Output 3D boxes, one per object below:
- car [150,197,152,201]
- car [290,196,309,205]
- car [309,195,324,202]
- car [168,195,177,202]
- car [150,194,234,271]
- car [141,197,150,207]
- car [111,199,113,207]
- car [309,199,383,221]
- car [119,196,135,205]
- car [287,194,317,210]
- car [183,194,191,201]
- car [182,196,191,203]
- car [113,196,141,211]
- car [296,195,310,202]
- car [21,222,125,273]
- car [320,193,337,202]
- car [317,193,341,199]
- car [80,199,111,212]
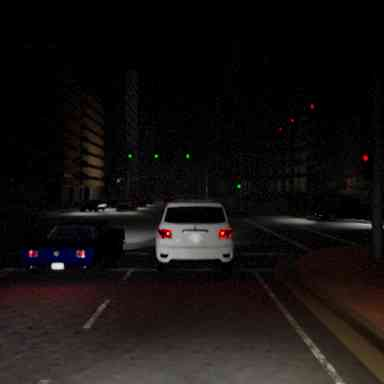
[{"bbox_3d":[-8.072,1.577,61.111,2.033,1.411,5.357,0,0,0],"label":"car"},{"bbox_3d":[18.672,1.425,58.029,1.970,1.475,3.806,0,0,0],"label":"car"},{"bbox_3d":[27.286,1.402,73.159,1.784,1.438,3.905,0,0,0],"label":"car"},{"bbox_3d":[-4.683,1.538,79.261,1.837,1.490,4.892,0,0,0],"label":"car"},{"bbox_3d":[0.052,1.228,11.129,2.150,2.045,5.566,0,0,-1],"label":"car"},{"bbox_3d":[-8.070,1.529,50.502,1.837,1.490,4.892,0,0,0],"label":"car"},{"bbox_3d":[-11.563,1.624,48.715,1.895,1.301,4.718,0,0,0],"label":"car"},{"bbox_3d":[12.220,1.519,26.367,4.892,1.490,1.837,0,0,0],"label":"car"},{"bbox_3d":[-11.576,1.506,59.201,1.882,1.535,5.008,0,0,0],"label":"car"},{"bbox_3d":[13.130,1.174,40.598,1.932,1.855,4.605,0,0,0],"label":"car"},{"bbox_3d":[-1.183,1.342,79.267,1.882,1.535,5.008,0,0,0],"label":"car"},{"bbox_3d":[-1.123,1.583,70.430,1.994,1.385,4.181,0,0,0],"label":"car"},{"bbox_3d":[-8.020,1.497,41.230,1.882,1.535,5.008,0,0,0],"label":"car"},{"bbox_3d":[24.391,1.433,73.150,1.970,1.475,3.806,0,0,0],"label":"car"},{"bbox_3d":[-3.446,1.606,10.710,1.895,1.301,4.718,0,0,-1],"label":"car"},{"bbox_3d":[29.969,1.191,73.218,1.932,1.855,4.605,0,0,0],"label":"car"},{"bbox_3d":[16.024,1.177,40.553,1.905,1.878,3.866,0,0,0],"label":"car"},{"bbox_3d":[-11.509,1.566,39.123,2.033,1.411,5.357,0,0,0],"label":"car"}]
